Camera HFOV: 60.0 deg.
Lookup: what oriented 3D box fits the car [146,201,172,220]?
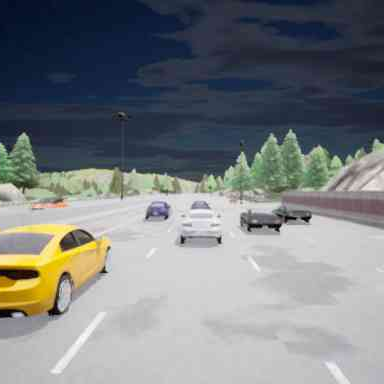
[{"bbox_3d":[-2.790,1.518,28.306,1.812,1.442,4.674,0,0,1],"label":"car"}]

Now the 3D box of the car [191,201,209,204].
[{"bbox_3d":[0.825,1.570,33.322,1.994,1.385,4.181,0,0,1],"label":"car"}]

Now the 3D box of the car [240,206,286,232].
[{"bbox_3d":[4.026,1.618,20.222,1.895,1.301,4.718,0,0,1],"label":"car"}]

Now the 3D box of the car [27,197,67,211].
[{"bbox_3d":[-13.394,1.304,30.978,2.097,1.767,4.553,0,0,2],"label":"car"}]

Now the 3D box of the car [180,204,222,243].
[{"bbox_3d":[0.435,1.529,16.086,1.812,1.442,4.674,0,0,1],"label":"car"}]

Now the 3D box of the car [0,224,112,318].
[{"bbox_3d":[-3.240,1.466,7.543,1.882,1.535,5.008,0,0,1],"label":"car"}]

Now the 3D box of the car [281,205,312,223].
[{"bbox_3d":[7.657,1.632,25.866,1.895,1.301,4.718,0,0,1],"label":"car"}]
